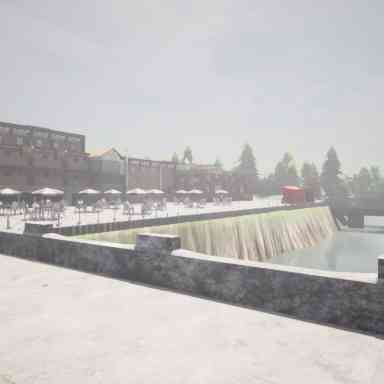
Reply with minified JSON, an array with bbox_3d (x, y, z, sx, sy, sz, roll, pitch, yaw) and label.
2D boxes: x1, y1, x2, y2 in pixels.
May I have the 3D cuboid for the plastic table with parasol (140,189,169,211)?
[{"bbox_3d":[-4.571,0.925,40.219,2.482,2.480,2.482,0,0,35],"label":"plastic table with parasol"}]

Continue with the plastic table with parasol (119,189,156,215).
[{"bbox_3d":[-5.329,0.925,32.530,2.482,2.480,2.482,0,0,35],"label":"plastic table with parasol"}]
